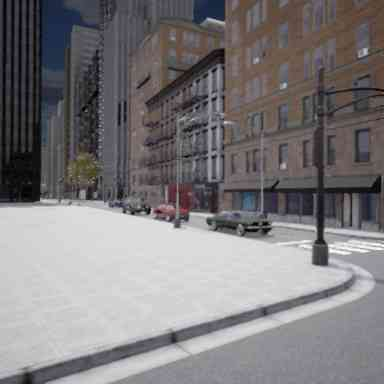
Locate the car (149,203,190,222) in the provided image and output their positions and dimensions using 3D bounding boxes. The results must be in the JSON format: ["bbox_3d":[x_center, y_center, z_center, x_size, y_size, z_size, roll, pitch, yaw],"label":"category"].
[{"bbox_3d":[-1.872,1.773,29.510,1.882,1.535,5.008,0,-1,-26],"label":"car"}]

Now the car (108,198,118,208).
[{"bbox_3d":[-13.506,1.915,59.208,2.097,1.767,4.553,0,-1,-25],"label":"car"}]

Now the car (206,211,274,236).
[{"bbox_3d":[2.764,1.823,20.114,1.895,1.301,4.718,0,-1,-26],"label":"car"}]

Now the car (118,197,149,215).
[{"bbox_3d":[-6.555,1.596,39.036,2.150,2.045,5.566,0,-1,-27],"label":"car"}]
